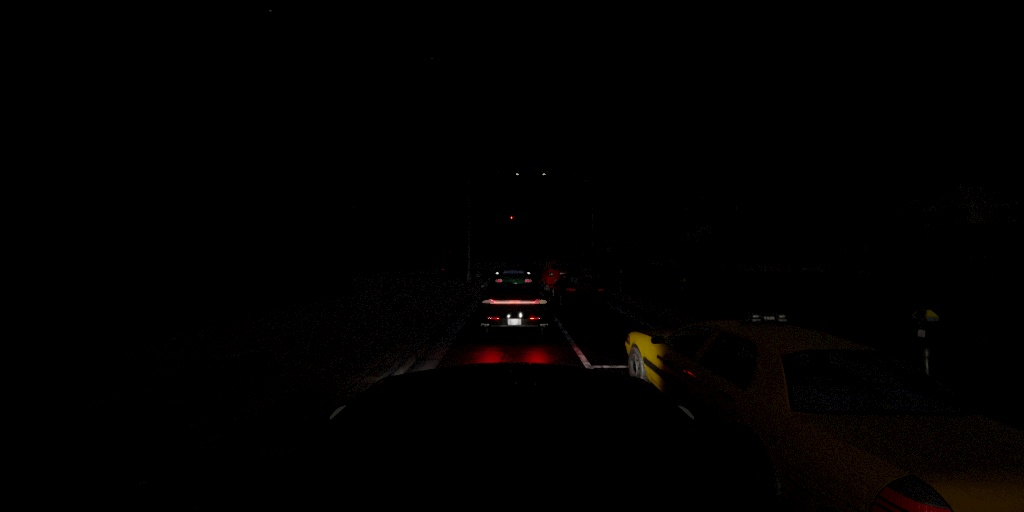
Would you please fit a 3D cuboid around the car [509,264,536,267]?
[{"bbox_3d":[0.060,1.325,19.297,1.994,1.385,4.181,0,0,-1],"label":"car"}]

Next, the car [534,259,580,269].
[{"bbox_3d":[2.671,1.076,20.177,2.192,1.841,5.009,0,0,0],"label":"car"}]

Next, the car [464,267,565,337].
[{"bbox_3d":[0.080,1.245,10.352,2.128,1.511,4.902,0,0,1],"label":"car"}]

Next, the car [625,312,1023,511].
[{"bbox_3d":[2.643,1.276,4.000,1.751,1.417,4.829,0,0,0],"label":"car"}]

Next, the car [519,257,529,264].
[{"bbox_3d":[2.748,1.403,62.918,1.888,1.381,4.507,0,0,0],"label":"car"}]

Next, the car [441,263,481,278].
[{"bbox_3d":[-4.135,1.330,31.789,4.181,1.385,1.994,0,-1,0],"label":"car"}]

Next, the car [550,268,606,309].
[{"bbox_3d":[2.662,1.338,14.728,1.802,1.307,4.207,0,0,0],"label":"car"}]

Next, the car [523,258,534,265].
[{"bbox_3d":[2.719,1.356,46.607,1.888,1.381,4.507,0,0,0],"label":"car"}]
